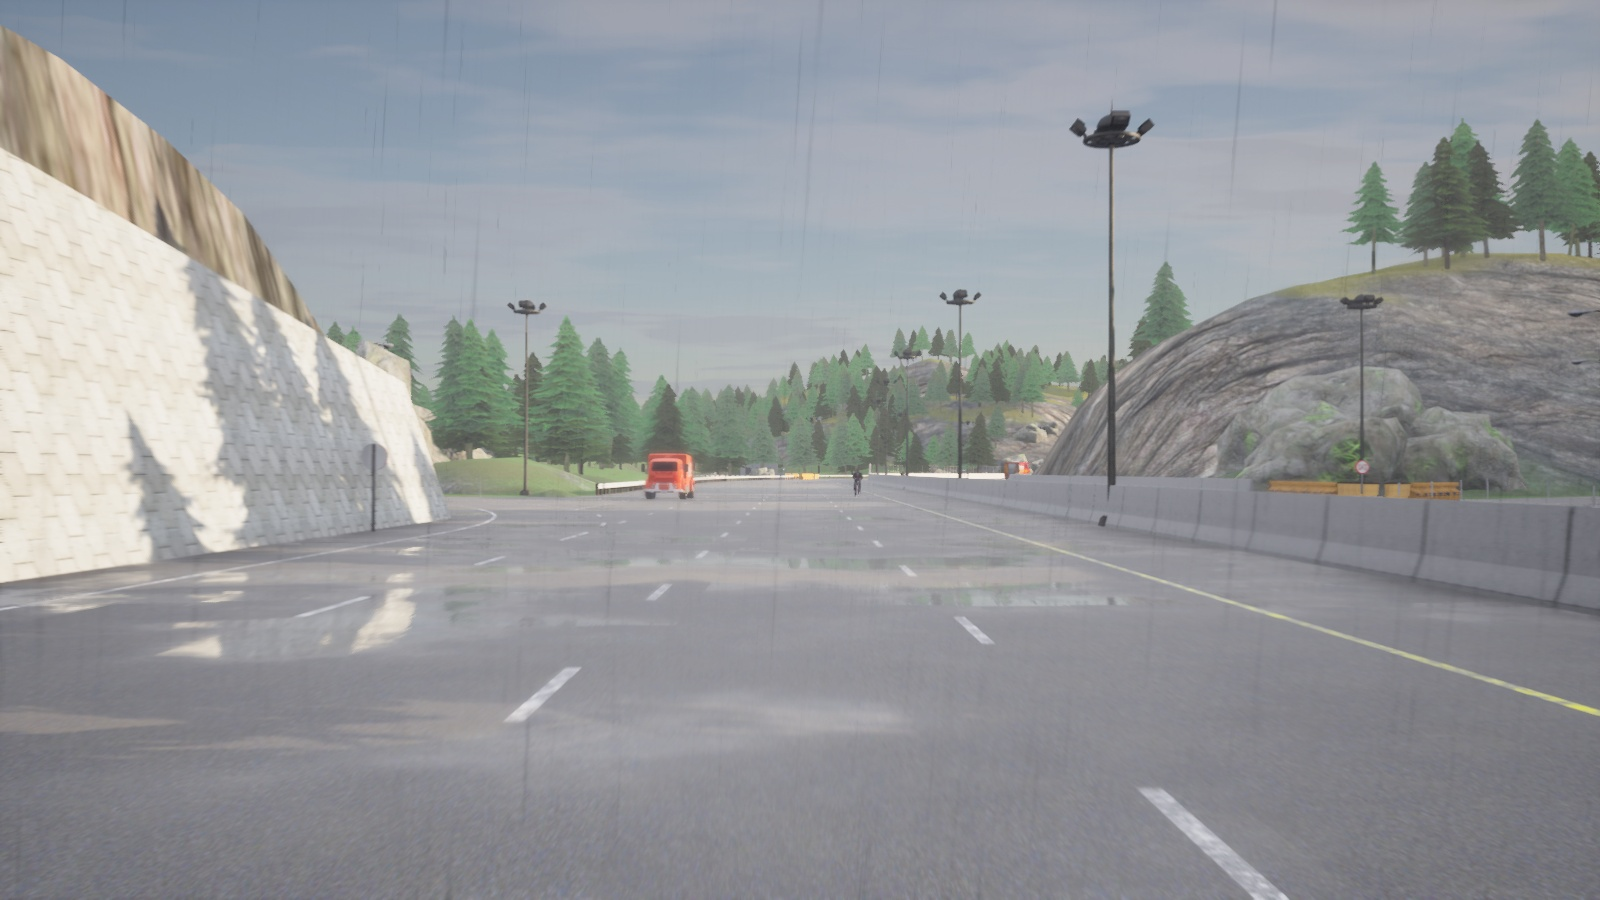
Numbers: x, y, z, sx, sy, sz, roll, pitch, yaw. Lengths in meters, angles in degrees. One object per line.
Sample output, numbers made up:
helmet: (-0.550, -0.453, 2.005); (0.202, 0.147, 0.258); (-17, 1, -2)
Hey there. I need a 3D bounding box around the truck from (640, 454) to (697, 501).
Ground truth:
truck: (-7.169, 1.514, 68.948); (2.627, 2.467, 5.204); (0, -2, 0)
